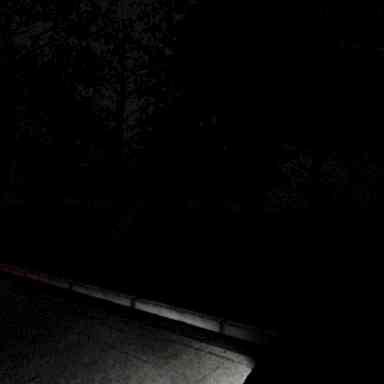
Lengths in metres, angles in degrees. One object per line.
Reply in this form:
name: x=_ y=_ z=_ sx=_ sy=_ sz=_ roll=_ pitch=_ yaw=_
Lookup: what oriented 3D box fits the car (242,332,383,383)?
car: x=2.210 y=1.564 z=1.795 sx=4.181 sy=1.385 sz=1.994 roll=0 pitch=0 yaw=36
